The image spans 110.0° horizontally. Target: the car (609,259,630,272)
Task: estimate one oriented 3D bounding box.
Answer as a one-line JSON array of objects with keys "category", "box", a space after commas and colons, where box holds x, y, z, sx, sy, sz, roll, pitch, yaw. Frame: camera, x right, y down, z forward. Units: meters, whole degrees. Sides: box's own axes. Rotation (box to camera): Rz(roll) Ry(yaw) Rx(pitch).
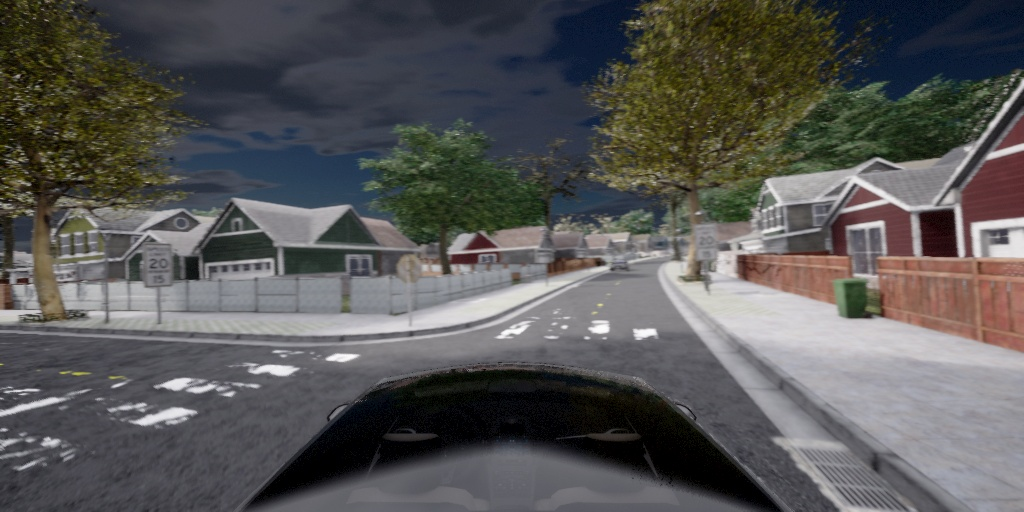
[{"category": "car", "box": [12.613, 1.072, 41.943, 1.994, 1.385, 4.181, -4, -1, 23]}]
